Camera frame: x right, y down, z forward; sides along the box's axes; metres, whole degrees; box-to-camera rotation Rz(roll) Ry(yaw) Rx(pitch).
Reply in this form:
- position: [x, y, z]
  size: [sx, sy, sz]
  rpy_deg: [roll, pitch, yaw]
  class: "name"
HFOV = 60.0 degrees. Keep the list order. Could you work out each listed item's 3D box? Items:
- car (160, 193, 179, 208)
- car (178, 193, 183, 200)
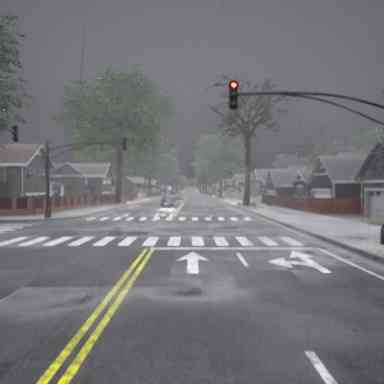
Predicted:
- position: [-3.218, 1.335, 44.328]
  size: [2.128, 1.511, 4.902]
  rpy_deg: [0, 1, 0]
  class: "car"
- position: [-3.190, 1.016, 76.070]
  size: [2.097, 1.767, 4.553]
  rpy_deg: [0, 0, 0]
  class: "car"
